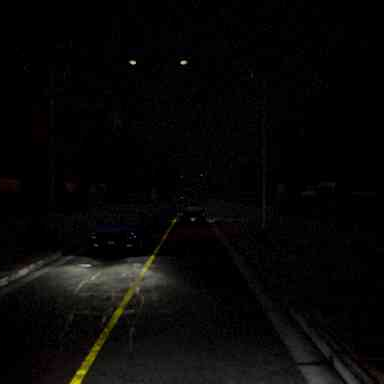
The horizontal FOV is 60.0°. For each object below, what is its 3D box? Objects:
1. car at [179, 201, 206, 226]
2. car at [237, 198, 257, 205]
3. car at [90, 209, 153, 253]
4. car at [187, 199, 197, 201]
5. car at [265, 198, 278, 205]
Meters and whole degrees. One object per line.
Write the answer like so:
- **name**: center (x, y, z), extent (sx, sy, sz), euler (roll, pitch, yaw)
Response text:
- **car**: center (0.052, 1.624, 24.060), extent (1.812, 1.442, 4.674), euler (0, 0, 0)
- **car**: center (11.732, 1.986, 71.404), extent (4.097, 1.590, 1.967), euler (1, 0, 0)
- **car**: center (-2.841, 1.529, 14.217), extent (1.882, 1.535, 5.008), euler (0, 0, 0)
- **car**: center (0.039, 1.707, 42.365), extent (1.837, 1.490, 4.892), euler (0, 0, 0)
- **car**: center (17.166, 2.047, 71.411), extent (4.097, 1.590, 1.967), euler (1, 0, 0)
